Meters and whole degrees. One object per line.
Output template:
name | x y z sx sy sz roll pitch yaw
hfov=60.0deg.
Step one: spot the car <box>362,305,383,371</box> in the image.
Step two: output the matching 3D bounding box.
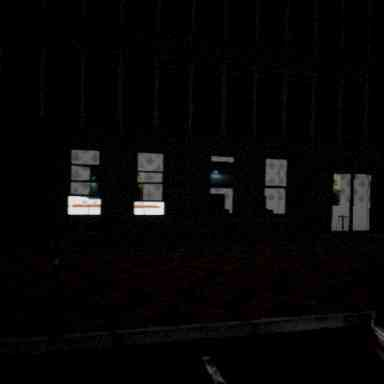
car | 4.171 1.589 3.944 4.206 1.307 1.802 1 1 -14
